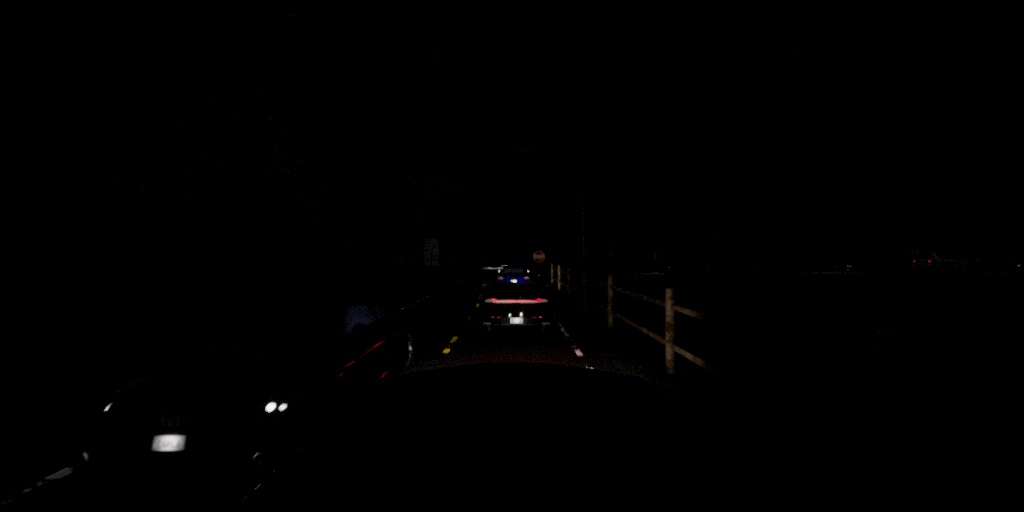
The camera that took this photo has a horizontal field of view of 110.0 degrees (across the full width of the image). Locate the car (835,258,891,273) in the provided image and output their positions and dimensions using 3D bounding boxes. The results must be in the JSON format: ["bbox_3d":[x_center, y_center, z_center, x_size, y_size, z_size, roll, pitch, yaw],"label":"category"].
[{"bbox_3d":[38.140,1.003,39.035,5.008,1.535,1.882,0,0,-1],"label":"car"}]

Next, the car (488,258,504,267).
[{"bbox_3d":[-2.809,1.192,59.283,1.994,1.385,4.181,0,0,0],"label":"car"}]

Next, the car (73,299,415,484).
[{"bbox_3d":[-2.749,1.310,4.865,1.994,1.385,4.181,0,0,0],"label":"car"}]

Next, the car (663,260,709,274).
[{"bbox_3d":[18.736,1.138,38.726,4.674,1.442,1.812,0,0,-1],"label":"car"}]

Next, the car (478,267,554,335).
[{"bbox_3d":[0.102,1.230,10.445,2.128,1.511,4.902,0,0,0],"label":"car"}]

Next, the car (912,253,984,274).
[{"bbox_3d":[43.978,0.702,36.261,5.566,2.045,2.150,0,0,0],"label":"car"}]

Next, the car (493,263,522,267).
[{"bbox_3d":[0.100,1.284,20.977,1.994,1.385,4.181,0,0,0],"label":"car"}]
